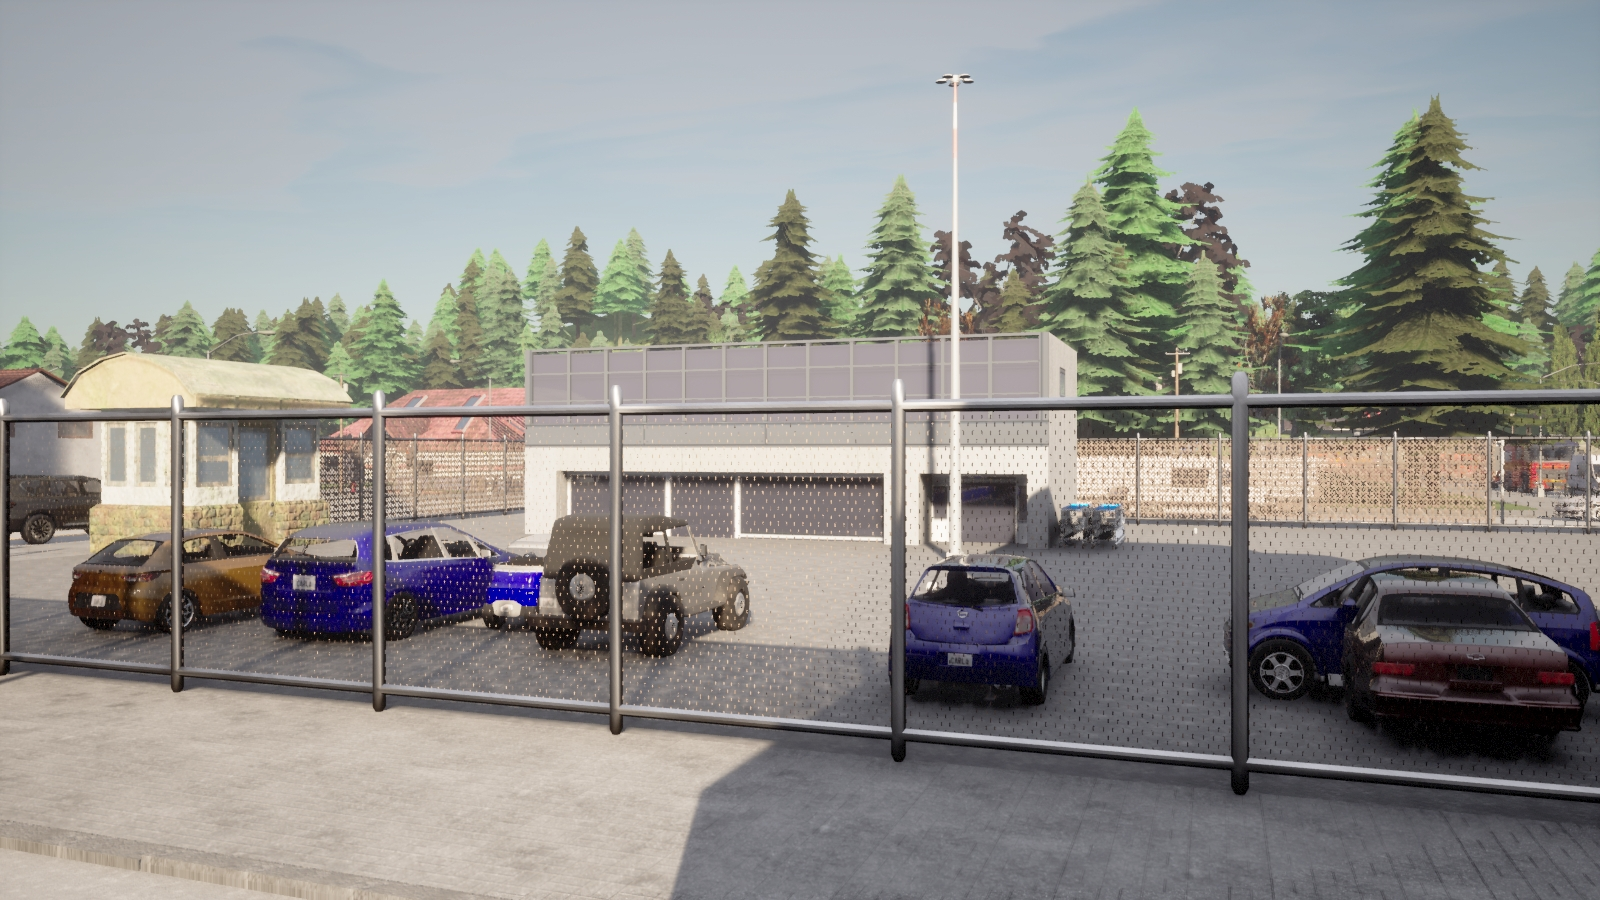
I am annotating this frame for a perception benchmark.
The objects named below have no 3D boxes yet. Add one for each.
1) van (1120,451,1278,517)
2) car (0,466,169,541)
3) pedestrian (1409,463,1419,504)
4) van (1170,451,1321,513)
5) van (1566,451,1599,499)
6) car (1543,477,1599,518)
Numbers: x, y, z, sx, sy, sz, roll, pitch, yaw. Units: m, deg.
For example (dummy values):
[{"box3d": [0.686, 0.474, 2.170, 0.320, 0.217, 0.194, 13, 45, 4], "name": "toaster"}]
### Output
[{"box3d": [16.090, 1.314, 46.209, 5.915, 2.561, 1.988, 0, 0, 20], "name": "van"}, {"box3d": [-22.825, 1.560, 35.491, 2.150, 2.045, 5.566, 0, 0, 21], "name": "car"}, {"box3d": [27.884, 1.526, 51.887, 0.375, 1.860, 0.375, 0, 0, 20], "name": "pedestrian"}, {"box3d": [19.120, 1.314, 49.230, 5.915, 2.561, 1.988, 0, 0, 21], "name": "van"}, {"box3d": [44.035, 1.314, 62.679, 1.988, 2.561, 5.915, 0, 0, 20], "name": "van"}, {"box3d": [32.188, 1.842, 44.548, 4.892, 1.480, 2.231, 0, 0, 6], "name": "car"}]
